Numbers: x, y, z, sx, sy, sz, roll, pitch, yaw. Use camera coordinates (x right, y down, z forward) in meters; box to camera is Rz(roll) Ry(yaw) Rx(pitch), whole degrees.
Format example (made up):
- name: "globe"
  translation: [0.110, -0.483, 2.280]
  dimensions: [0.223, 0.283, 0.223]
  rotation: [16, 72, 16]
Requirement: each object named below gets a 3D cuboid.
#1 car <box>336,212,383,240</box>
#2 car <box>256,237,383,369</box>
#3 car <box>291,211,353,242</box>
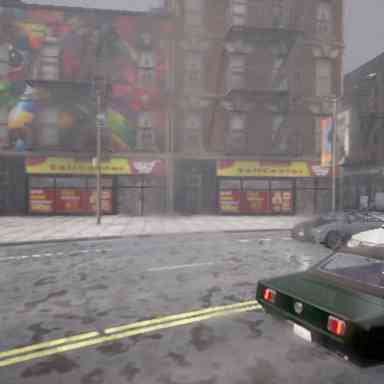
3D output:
- name: "car"
  translation: [7.257, 1.491, 10.507]
  dimensions: [4.674, 1.442, 1.812]
  rotation: [0, 0, -15]
- name: "car"
  translation: [3.474, 1.579, 5.326]
  dimensions: [4.718, 1.301, 1.895]
  rotation: [0, 1, -25]
- name: "car"
  translation: [6.286, 1.490, 13.793]
  dimensions: [4.181, 1.385, 1.994]
  rotation: [0, 0, -15]
